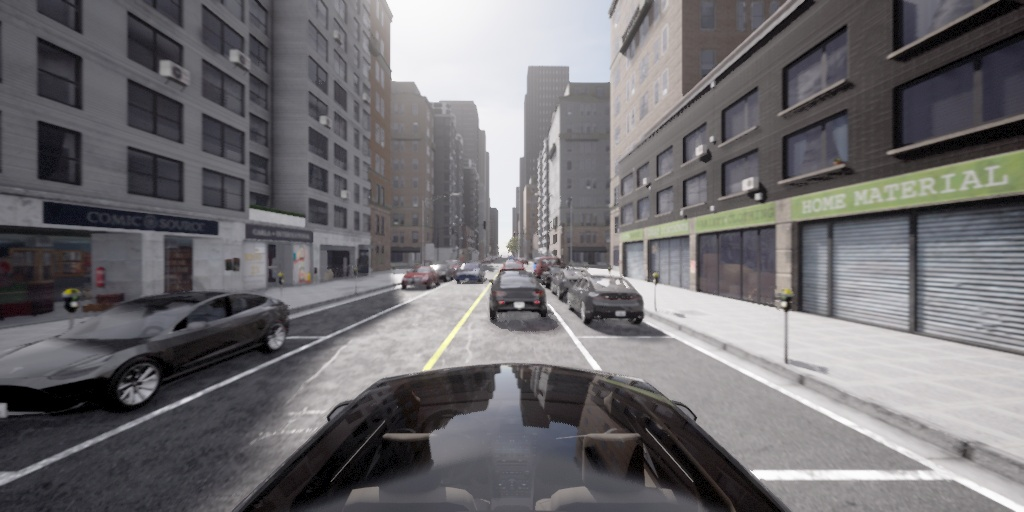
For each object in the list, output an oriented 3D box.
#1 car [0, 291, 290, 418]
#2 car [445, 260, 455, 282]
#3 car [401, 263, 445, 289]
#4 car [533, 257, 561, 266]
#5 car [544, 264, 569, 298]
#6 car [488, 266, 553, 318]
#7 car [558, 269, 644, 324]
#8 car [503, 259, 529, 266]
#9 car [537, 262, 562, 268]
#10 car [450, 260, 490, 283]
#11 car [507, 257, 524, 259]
[{"bbox_3d":[-5.668,1.305,6.088,1.948,1.339,4.313,0,0,0],"label":"car"},{"bbox_3d":[-5.668,1.250,28.188,1.948,1.339,4.313,0,0,0],"label":"car"},{"bbox_3d":[-5.668,1.280,22.663,1.802,1.307,4.207,0,0,0],"label":"car"},{"bbox_3d":[2.858,0.998,28.195,2.192,1.841,5.009,0,0,0],"label":"car"},{"bbox_3d":[2.858,1.262,17.147,2.007,1.370,4.403,0,0,0],"label":"car"},{"bbox_3d":[0.148,1.248,12.692,1.812,1.442,4.674,0,0,-2],"label":"car"},{"bbox_3d":[2.858,1.276,11.624,2.007,1.370,4.403,0,0,0],"label":"car"},{"bbox_3d":[0.098,1.167,25.939,1.882,1.535,5.008,0,0,0],"label":"car"},{"bbox_3d":[2.858,1.263,22.670,1.948,1.339,4.313,0,0,0],"label":"car"},{"bbox_3d":[-3.092,1.234,27.353,2.033,1.411,5.357,0,0,0],"label":"car"},{"bbox_3d":[0.063,1.164,37.899,1.837,1.490,4.892,0,0,2],"label":"car"}]
